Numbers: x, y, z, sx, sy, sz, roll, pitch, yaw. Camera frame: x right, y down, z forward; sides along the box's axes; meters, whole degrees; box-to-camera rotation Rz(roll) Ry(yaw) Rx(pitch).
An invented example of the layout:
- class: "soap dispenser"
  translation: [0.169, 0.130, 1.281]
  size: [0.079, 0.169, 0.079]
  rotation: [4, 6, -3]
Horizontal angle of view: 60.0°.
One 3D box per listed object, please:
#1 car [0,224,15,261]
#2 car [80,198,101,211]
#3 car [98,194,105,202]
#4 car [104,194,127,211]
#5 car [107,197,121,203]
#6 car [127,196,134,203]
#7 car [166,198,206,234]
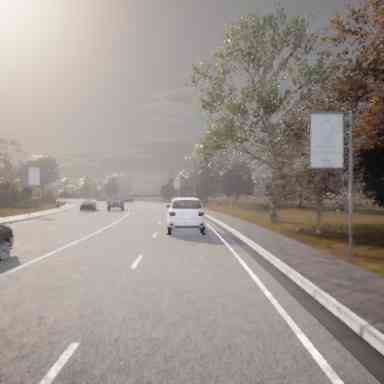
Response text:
- class: "car"
  translation: [-7.196, 1.563, 9.858]
  size: [2.128, 1.511, 4.902]
  rotation: [0, 0, -1]
- class: "car"
  translation: [-13.690, 1.823, 44.218]
  size: [1.895, 1.301, 4.718]
  rotation: [0, 0, -11]
- class: "car"
  translation: [-24.497, 1.526, 92.492]
  size: [2.150, 2.045, 5.566]
  rotation: [0, 0, -31]
- class: "car"
  translation: [-10.328, 1.453, 45.323]
  size: [2.150, 2.045, 5.566]
  rotation: [0, 0, -11]
- class: "car"
  translation: [-19.452, 1.919, 83.085]
  size: [2.033, 1.411, 5.357]
  rotation: [0, 0, -28]
- class: "car"
  translation: [-16.224, 1.907, 84.470]
  size: [1.837, 1.490, 4.892]
  rotation: [0, 0, -28]
- class: "car"
  translation: [-0.412, 1.362, 20.414]
  size: [2.150, 2.045, 5.566]
  rotation: [0, 0, -3]
